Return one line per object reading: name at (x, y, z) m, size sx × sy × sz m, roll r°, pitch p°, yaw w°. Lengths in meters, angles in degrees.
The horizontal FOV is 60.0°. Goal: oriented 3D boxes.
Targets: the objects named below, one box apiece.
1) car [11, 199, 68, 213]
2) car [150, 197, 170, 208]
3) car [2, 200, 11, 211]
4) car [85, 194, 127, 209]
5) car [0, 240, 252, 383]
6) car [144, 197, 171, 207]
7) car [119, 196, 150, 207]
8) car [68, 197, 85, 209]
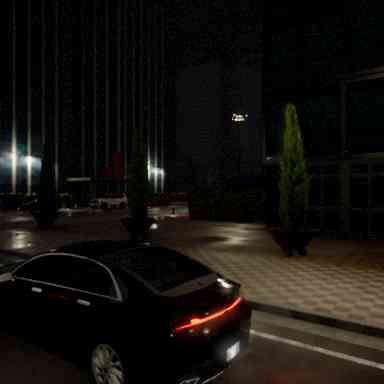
car at (-17.077, 1.506, 37.485) m, size 2.128 × 1.511 × 4.902 m, roll 0°, pitch 0°, yaw 35°
car at (-5.181, 1.613, 47.974) m, size 1.895 × 1.301 × 4.718 m, roll 0°, pitch 0°, yaw 35°
car at (-21.025, 1.563, 37.949) m, size 2.033 × 1.411 × 5.357 m, roll 0°, pitch 0°, yaw 35°
car at (-11.356, 1.235, 45.618) m, size 2.150 × 2.045 × 5.566 m, roll 0°, pitch 0°, yaw 35°
car at (-1.513, 1.506, 5.085) m, size 4.892 × 1.490 × 1.837 m, roll 0°, pitch 0°, yaw 36°
car at (-5.516, 1.578, 53.899) m, size 1.994 × 1.385 × 4.181 m, roll 0°, pitch 0°, yaw 35°
car at (-9.368, 1.507, 54.515) m, size 2.128 × 1.511 × 4.902 m, roll 0°, pitch 0°, yaw 35°
car at (-15.373, 1.520, 45.990) m, size 1.837 × 1.490 × 4.892 m, roll 0°, pitch 0°, yaw 35°
